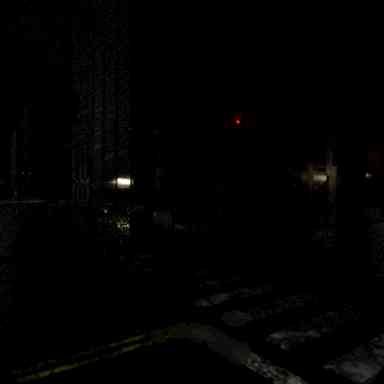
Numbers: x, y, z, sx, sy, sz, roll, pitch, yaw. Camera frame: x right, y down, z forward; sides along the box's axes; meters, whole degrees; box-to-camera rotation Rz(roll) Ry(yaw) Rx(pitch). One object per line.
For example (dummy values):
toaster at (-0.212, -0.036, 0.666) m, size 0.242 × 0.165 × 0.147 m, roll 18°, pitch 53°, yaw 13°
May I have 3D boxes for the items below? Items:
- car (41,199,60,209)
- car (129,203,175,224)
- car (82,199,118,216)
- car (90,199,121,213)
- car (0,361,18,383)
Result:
car at (-21.656, 1.750, 50.838) m, size 2.033 × 1.411 × 5.357 m, roll 0°, pitch -1°, yaw -35°
car at (-3.082, 1.580, 24.558) m, size 1.812 × 1.442 × 4.674 m, roll 0°, pitch -1°, yaw -37°
car at (-9.668, 1.596, 33.822) m, size 2.128 × 1.511 × 4.902 m, roll 0°, pitch 0°, yaw -35°
car at (-10.662, 1.644, 40.742) m, size 2.128 × 1.511 × 4.902 m, roll 0°, pitch 0°, yaw -35°
car at (-3.318, 1.482, 1.078) m, size 5.008 × 1.535 × 1.882 m, roll 0°, pitch 0°, yaw -35°
